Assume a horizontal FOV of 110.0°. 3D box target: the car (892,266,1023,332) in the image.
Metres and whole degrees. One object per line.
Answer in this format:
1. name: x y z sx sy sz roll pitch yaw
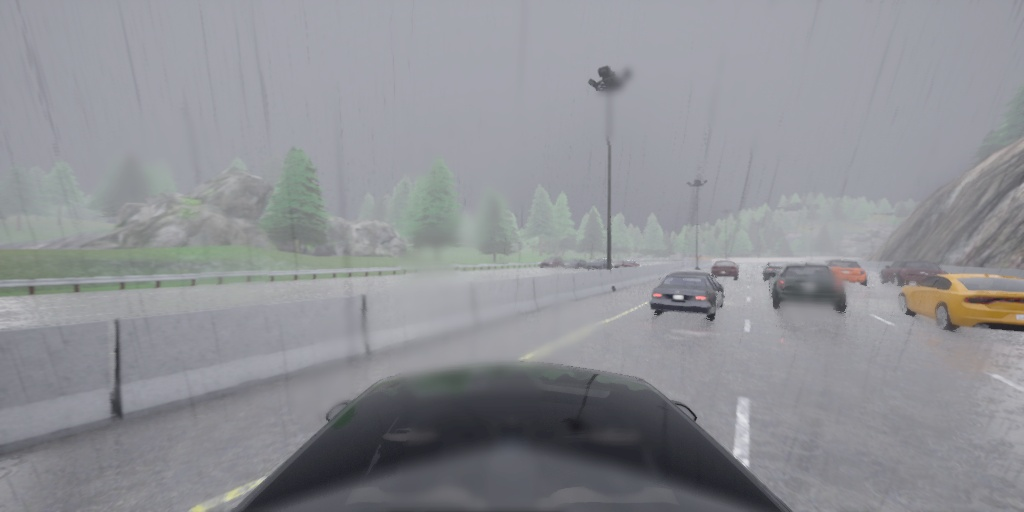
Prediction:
1. car: 13.095 1.234 10.248 1.882 1.535 5.008 0 1 34

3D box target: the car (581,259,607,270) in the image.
1. car: 11.095 1.104 45.560 2.033 1.411 5.357 0 0 34

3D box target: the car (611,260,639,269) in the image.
1. car: 13.837 1.180 43.361 1.895 1.301 4.718 0 0 34

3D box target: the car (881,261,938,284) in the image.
1. car: 25.938 1.089 23.278 2.097 1.767 4.553 0 0 34

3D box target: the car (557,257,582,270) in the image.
1. car: 8.466 1.024 47.915 2.128 1.511 4.902 0 0 34

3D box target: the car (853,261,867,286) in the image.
1. car: 23.011 1.067 25.197 2.097 1.767 4.553 0 0 34

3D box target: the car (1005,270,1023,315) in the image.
1. car: 17.594 1.277 10.685 1.837 1.490 4.892 0 1 34

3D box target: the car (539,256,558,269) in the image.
1. car: 5.649 0.862 49.994 2.097 1.767 4.553 0 0 34

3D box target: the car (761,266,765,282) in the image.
1. car: 20.241 1.184 27.353 2.128 1.511 4.902 0 0 34

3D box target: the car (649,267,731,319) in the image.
1. car: 6.330 1.263 12.729 2.033 1.411 5.357 0 0 34

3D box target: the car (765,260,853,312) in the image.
1. car: 11.701 1.081 14.463 2.097 1.767 4.553 0 1 34

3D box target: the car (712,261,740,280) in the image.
1. car: 18.195 1.144 30.594 1.882 1.535 5.008 0 0 34
